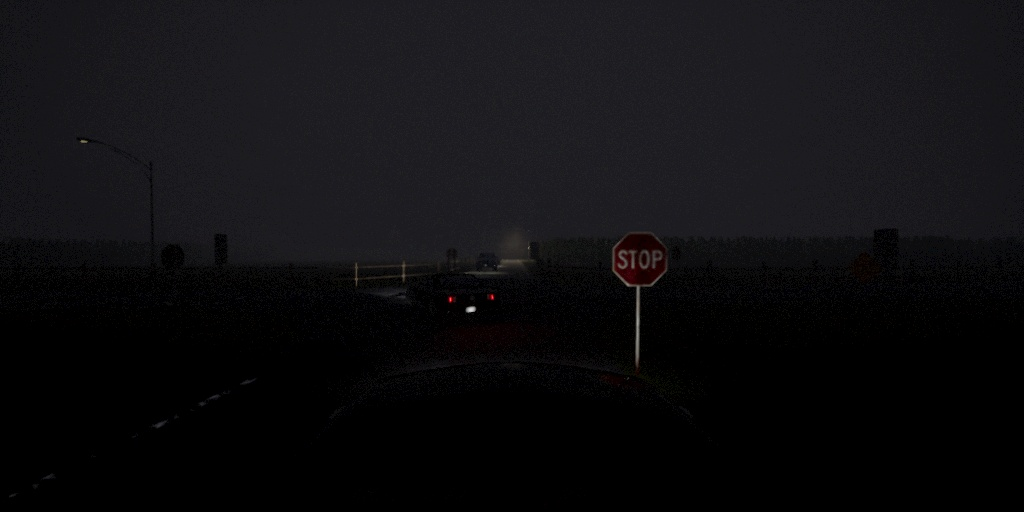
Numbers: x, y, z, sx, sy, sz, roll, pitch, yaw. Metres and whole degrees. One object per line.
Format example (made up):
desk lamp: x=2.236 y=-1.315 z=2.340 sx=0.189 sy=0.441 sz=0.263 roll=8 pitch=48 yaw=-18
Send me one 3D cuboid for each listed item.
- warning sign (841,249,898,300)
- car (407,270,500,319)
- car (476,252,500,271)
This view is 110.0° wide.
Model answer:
warning sign: x=14.084 y=0.757 z=14.317 sx=1.060 sy=1.860 sz=1.300 roll=0 pitch=0 yaw=-6
car: x=-2.258 y=1.244 z=12.420 sx=1.895 sy=1.301 sz=4.718 roll=0 pitch=1 yaw=-28
car: x=-2.780 y=0.575 z=40.460 sx=2.150 sy=2.045 sz=5.566 roll=0 pitch=1 yaw=0
